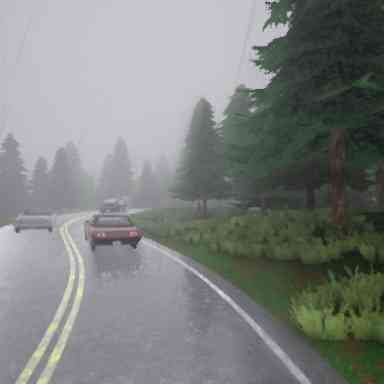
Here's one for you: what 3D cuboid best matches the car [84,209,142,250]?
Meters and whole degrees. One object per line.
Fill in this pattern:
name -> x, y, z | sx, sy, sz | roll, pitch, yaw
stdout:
car -> -3.630, 1.620, 14.566 | 1.895, 1.301, 4.718 | 1, 0, -22

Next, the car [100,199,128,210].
car -> -7.539, 1.416, 32.403 | 1.837, 1.490, 4.892 | -2, 0, 1

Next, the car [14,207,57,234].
car -> -8.898, 1.548, 19.131 | 1.895, 1.301, 4.718 | 1, 0, -19
